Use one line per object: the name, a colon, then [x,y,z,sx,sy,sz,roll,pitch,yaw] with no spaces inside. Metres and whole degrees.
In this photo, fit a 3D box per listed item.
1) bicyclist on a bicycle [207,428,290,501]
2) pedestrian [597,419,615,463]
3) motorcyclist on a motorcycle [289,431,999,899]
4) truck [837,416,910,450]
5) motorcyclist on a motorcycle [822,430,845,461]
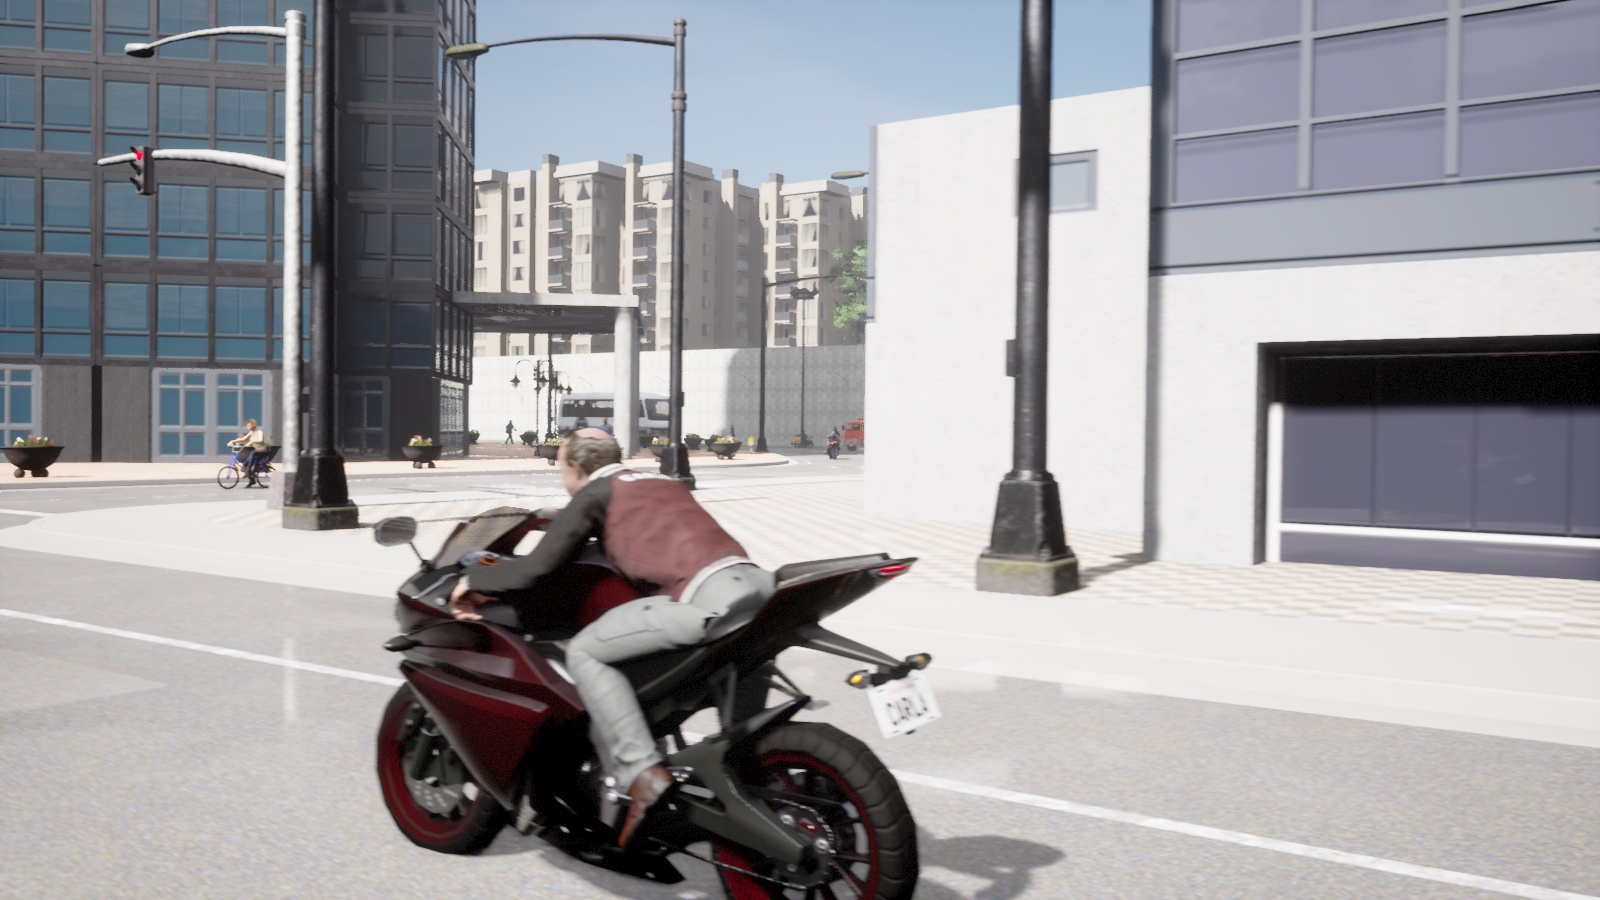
bicyclist on a bicycle: [-12.640,0.315,28.814,0.866,1.612,1.509,0,1,34]
pedestrian: [-8.178,-0.369,52.879,0.370,1.835,0.726,0,1,28]
motorcyclist on a motorcycle: [-0.562,0.717,3.999,2.191,1.530,0.866,0,1,34]
truck: [5.420,-1.221,91.645,2.627,2.467,5.204,0,0,43]
motorcyclist on a motorcycle: [1.717,-0.246,64.624,0.866,1.530,2.191,-1,1,-6]
